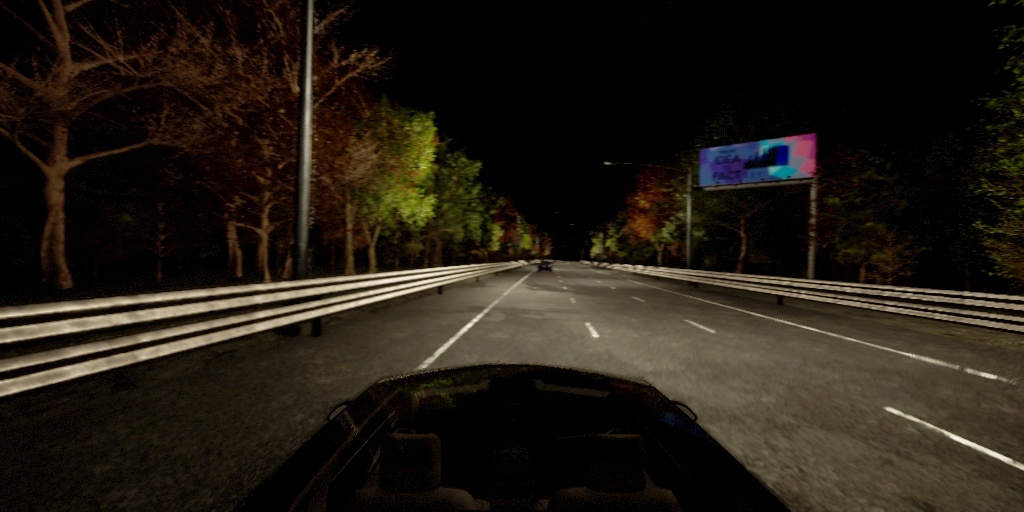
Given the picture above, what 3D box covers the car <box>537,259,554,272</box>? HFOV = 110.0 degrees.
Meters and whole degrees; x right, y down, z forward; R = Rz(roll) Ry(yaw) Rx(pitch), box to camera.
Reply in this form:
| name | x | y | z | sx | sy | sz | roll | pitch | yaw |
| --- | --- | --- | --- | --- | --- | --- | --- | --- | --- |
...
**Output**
| name | x | y | z | sx | sy | sz | roll | pitch | yaw |
| --- | --- | --- | --- | --- | --- | --- | --- | --- | --- |
| car | 4.864 | 1.514 | 53.222 | 2.097 | 1.767 | 4.553 | 1 | 0 | 6 |
